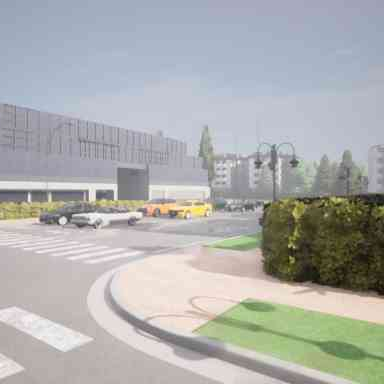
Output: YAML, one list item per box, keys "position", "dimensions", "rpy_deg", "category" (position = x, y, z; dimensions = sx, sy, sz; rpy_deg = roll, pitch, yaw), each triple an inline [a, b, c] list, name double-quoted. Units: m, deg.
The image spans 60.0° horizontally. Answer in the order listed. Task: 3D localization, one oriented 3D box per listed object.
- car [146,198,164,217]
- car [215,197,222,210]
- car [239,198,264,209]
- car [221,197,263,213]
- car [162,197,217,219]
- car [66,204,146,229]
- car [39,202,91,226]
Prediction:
- position: [-3.149, 1.383, 31.429]
  dimensions: [2.097, 1.767, 4.553]
  rpy_deg: [0, 0, 35]
  category: "car"
- position: [2.461, 1.383, 39.379]
  dimensions: [2.097, 1.767, 4.553]
  rpy_deg: [0, 0, 35]
  category: "car"
- position: [8.709, 1.631, 48.400]
  dimensions: [1.895, 1.301, 4.718]
  rpy_deg: [0, 0, 32]
  category: "car"
- position: [5.796, 1.520, 38.035]
  dimensions: [2.128, 1.511, 4.902]
  rpy_deg: [0, 0, 35]
  category: "car"
- position: [-0.134, 1.506, 29.630]
  dimensions: [1.882, 1.535, 5.008]
  rpy_deg: [0, 0, 35]
  category: "car"
- position: [-5.530, 1.629, 21.944]
  dimensions: [1.895, 1.301, 4.718]
  rpy_deg: [0, 0, 34]
  category: "car"
- position: [-8.472, 1.536, 23.993]
  dimensions: [1.837, 1.490, 4.892]
  rpy_deg: [0, 0, 37]
  category: "car"
